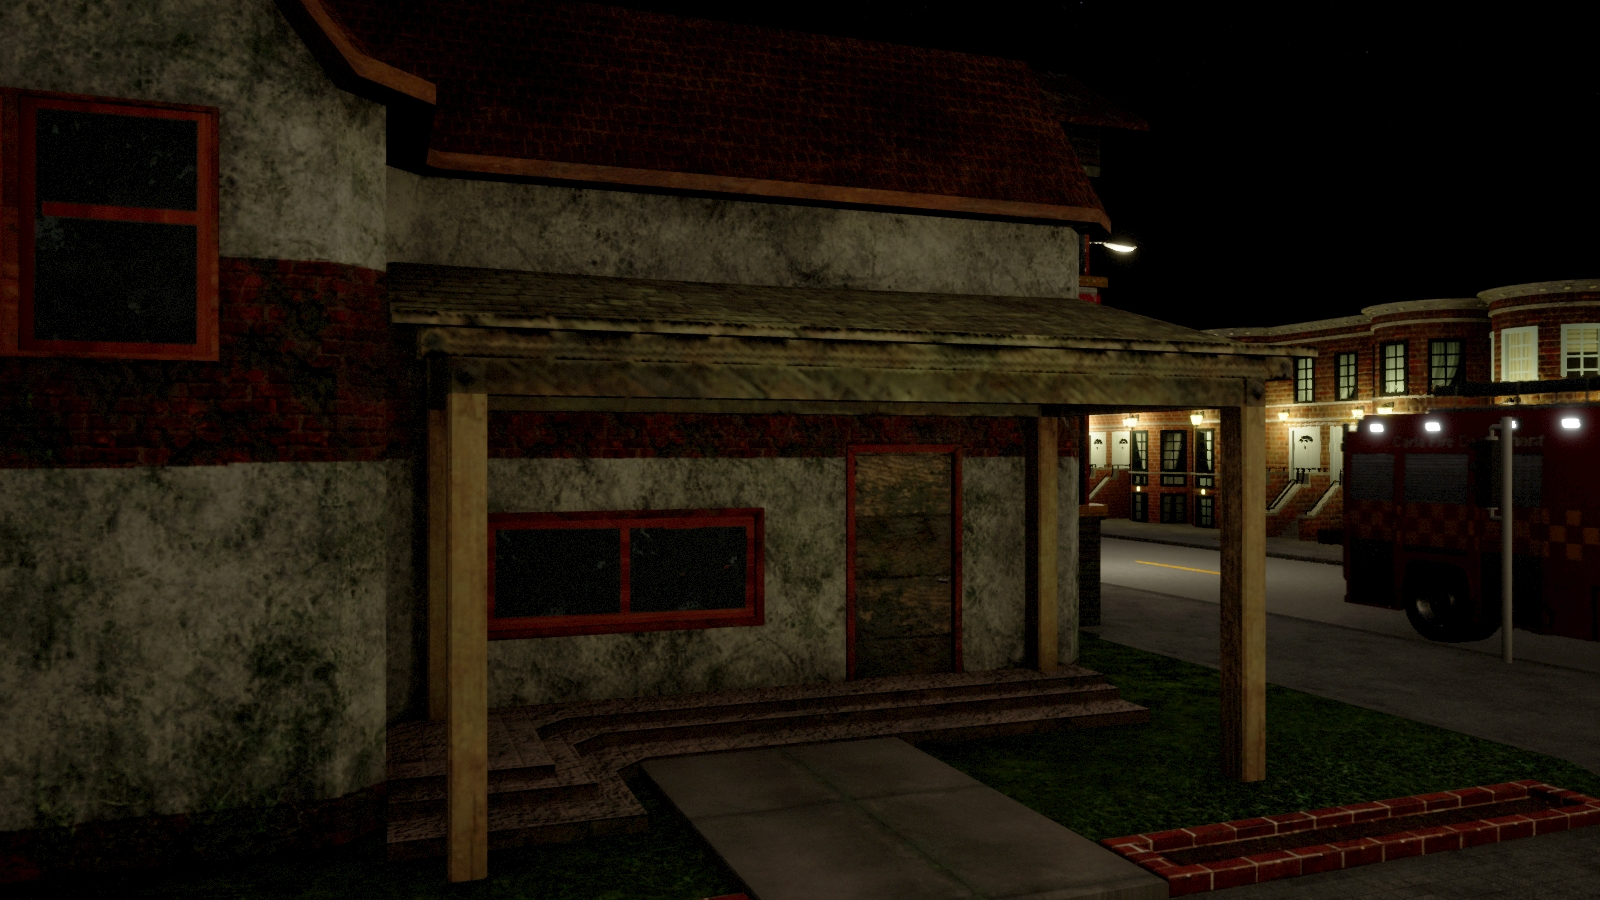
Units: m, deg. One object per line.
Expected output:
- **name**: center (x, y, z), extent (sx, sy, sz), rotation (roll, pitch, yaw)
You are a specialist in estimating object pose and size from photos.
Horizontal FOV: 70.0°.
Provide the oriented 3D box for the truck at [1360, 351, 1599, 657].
- **truck**: center (11.519, 0.672, 14.310), extent (2.891, 3.827, 8.468), rotation (0, 0, -19)
